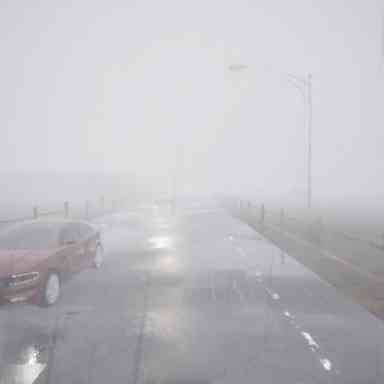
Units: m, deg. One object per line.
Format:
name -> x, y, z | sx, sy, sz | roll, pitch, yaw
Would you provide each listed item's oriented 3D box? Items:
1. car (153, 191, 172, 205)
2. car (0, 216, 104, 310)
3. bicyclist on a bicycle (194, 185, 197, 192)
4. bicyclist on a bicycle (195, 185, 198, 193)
car -> -3.577, 0.637, 41.103 | 2.097, 1.767, 4.553 | 0, 1, 0
car -> -3.577, 1.413, 7.976 | 1.882, 1.535, 5.008 | 0, 1, 0
bicyclist on a bicycle -> 0.968, -0.970, 86.197 | 0.659, 1.776, 1.843 | 0, 3, 0
bicyclist on a bicycle -> 0.964, -0.500, 77.210 | 0.866, 1.612, 1.509 | 0, 2, 0
